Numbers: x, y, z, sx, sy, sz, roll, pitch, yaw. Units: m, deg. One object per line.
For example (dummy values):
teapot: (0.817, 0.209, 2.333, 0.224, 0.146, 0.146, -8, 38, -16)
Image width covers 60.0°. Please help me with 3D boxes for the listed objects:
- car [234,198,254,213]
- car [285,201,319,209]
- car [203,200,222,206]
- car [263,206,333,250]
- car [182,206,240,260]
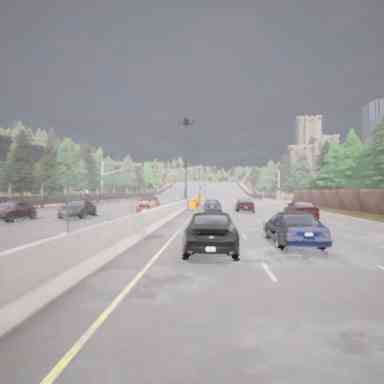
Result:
car: (5.775, 1.415, 36.948, 1.882, 1.535, 5.008, 0, 0, 4)
car: (8.617, 1.469, 26.571, 1.882, 1.535, 5.008, 0, 0, 4)
car: (2.051, 1.464, 33.588, 2.033, 1.411, 5.357, 0, 0, 4)
car: (4.304, 1.540, 14.269, 2.033, 1.411, 5.357, 0, 0, 4)
car: (0.707, 1.472, 12.331, 1.837, 1.490, 4.892, 0, 0, 3)
